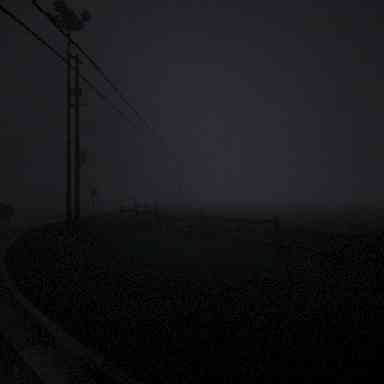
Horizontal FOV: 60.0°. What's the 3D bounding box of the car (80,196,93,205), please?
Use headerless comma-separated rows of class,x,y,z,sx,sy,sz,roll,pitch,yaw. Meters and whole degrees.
car,-20.562,1.677,65.615,1.882,1.535,5.008,0,0,4

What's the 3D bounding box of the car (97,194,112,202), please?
car,-19.898,1.410,75.985,2.097,1.767,4.553,0,0,4

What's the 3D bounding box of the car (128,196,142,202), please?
car,-12.910,1.577,75.566,2.033,1.411,5.357,0,0,4

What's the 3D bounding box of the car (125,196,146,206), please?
car,-10.272,1.666,60.447,1.837,1.490,4.892,0,-1,4

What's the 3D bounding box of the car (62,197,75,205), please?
car,-24.055,1.690,65.840,1.837,1.490,4.892,0,0,4

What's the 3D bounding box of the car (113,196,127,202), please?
car,-16.402,1.599,75.790,1.994,1.385,4.181,0,0,4

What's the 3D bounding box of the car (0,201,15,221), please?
car,-16.025,1.318,25.462,2.150,2.045,5.566,0,0,4

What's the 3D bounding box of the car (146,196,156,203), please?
car,-9.393,1.675,75.688,1.882,1.535,5.008,0,0,4

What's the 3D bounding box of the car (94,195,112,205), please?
car,-17.069,1.739,65.391,2.033,1.411,5.357,0,0,4

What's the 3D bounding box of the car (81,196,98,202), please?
car,-23.388,1.603,76.238,2.033,1.411,5.357,0,0,4

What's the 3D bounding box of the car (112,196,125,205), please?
car,-13.543,1.536,65.692,2.097,1.767,4.553,0,0,4
